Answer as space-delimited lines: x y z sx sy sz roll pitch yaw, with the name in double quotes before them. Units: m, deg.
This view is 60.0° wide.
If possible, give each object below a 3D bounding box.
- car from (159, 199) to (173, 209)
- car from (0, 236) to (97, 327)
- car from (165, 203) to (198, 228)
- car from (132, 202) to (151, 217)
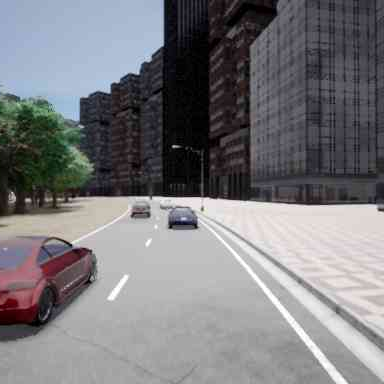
"car" -3.789 1.681 48.864 1.812 1.442 4.674 0 0 -10
"car" -3.477 1.619 7.146 1.994 1.385 4.181 0 0 -1
"car" -0.690 1.686 23.326 1.994 1.385 4.181 0 0 -4
"car" -5.132 1.691 33.752 2.033 1.411 5.357 0 0 -7
